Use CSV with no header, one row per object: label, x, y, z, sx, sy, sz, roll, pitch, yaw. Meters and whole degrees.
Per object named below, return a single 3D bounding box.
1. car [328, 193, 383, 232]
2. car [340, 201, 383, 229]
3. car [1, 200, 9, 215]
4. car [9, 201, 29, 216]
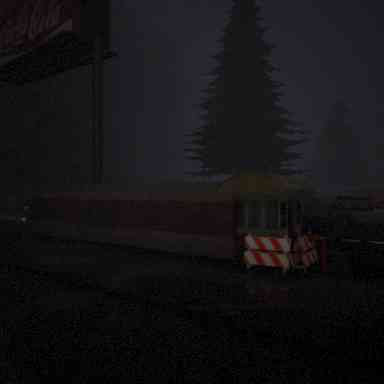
car,9.282,1.149,17.621,3.866,1.878,1.905,0,0,35
car,11.219,1.338,19.680,4.193,1.474,1.816,0,0,35
car,-18.694,1.491,31.092,2.128,1.511,4.902,0,0,35
car,-14.172,1.352,31.426,2.097,1.767,4.553,0,0,35
